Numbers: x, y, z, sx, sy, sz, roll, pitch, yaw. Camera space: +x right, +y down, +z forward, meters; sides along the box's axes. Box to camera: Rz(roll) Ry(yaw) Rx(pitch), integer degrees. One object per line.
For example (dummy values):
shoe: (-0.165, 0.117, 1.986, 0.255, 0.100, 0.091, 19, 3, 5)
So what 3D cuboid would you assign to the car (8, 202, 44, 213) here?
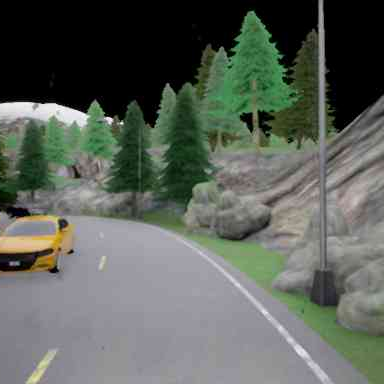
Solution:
car: (-14.703, 1.691, 29.745, 4.902, 1.511, 2.128, -1, 0, 39)

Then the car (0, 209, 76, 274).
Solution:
car: (-5.037, 1.548, 10.897, 1.882, 1.535, 5.008, 0, 0, -12)
